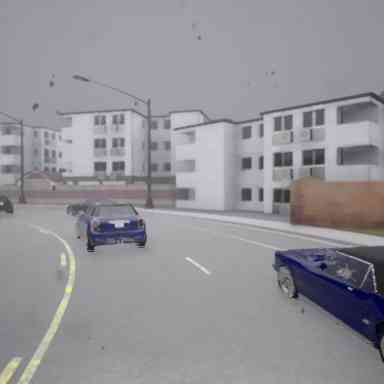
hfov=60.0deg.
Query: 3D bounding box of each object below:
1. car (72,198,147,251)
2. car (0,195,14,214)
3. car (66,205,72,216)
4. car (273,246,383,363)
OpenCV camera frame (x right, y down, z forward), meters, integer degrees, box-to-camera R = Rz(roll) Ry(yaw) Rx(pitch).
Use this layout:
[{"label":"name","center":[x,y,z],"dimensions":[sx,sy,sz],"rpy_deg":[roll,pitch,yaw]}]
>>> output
[{"label":"car","center":[-3.396,1.150,13.417],"dimensions":[2.097,1.767,4.553],"rpy_deg":[-1,1,-25]},{"label":"car","center":[-16.841,0.965,27.378],"dimensions":[4.553,1.767,2.097],"rpy_deg":[0,1,31]},{"label":"car","center":[-7.390,1.177,24.890],"dimensions":[5.357,1.411,2.033],"rpy_deg":[1,1,44]},{"label":"car","center":[3.008,1.510,5.282],"dimensions":[1.895,1.301,4.718],"rpy_deg":[0,1,-9]}]
